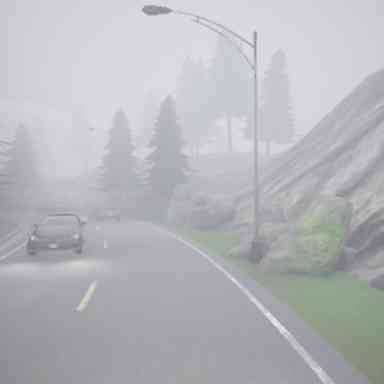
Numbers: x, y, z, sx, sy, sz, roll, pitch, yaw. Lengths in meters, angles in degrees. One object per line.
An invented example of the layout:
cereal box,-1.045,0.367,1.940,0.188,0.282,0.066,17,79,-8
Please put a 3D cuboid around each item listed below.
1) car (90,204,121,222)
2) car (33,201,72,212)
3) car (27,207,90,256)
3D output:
car,-7.316,1.671,27.504,1.994,1.385,4.181,0,0,-29
car,-14.906,1.721,35.575,5.357,1.411,2.033,0,0,37
car,-5.343,1.590,13.672,1.812,1.442,4.674,0,0,-15
